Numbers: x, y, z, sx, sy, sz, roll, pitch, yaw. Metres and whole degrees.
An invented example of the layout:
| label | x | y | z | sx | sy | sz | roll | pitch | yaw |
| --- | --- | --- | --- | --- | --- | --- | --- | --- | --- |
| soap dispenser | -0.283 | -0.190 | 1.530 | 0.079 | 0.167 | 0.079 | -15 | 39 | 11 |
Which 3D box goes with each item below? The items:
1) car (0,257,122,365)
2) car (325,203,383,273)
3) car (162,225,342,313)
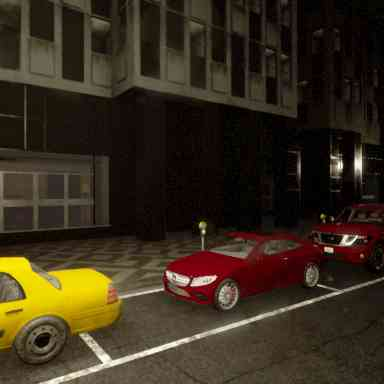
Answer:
| label | x | y | z | sx | sy | sz | roll | pitch | yaw |
| --- | --- | --- | --- | --- | --- | --- | --- | --- | --- |
| car | -3.362 | 1.525 | 4.257 | 4.829 | 1.417 | 1.752 | 0 | 0 | -35 |
| car | 5.909 | 1.314 | 10.847 | 5.009 | 1.841 | 2.192 | 0 | 0 | -35 |
| car | 1.342 | 1.581 | 7.601 | 4.206 | 1.307 | 1.802 | 0 | 0 | -35 |
